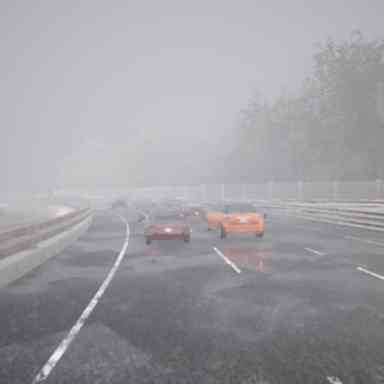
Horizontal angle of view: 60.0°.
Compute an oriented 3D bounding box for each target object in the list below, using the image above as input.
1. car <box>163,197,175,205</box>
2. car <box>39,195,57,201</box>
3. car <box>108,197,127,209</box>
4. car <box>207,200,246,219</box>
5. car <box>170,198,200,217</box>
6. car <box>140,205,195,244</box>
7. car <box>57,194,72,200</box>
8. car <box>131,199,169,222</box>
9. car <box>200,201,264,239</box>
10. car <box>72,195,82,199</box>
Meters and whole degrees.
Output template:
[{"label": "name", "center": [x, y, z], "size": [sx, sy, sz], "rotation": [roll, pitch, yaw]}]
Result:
[{"label": "car", "center": [-3.215, 1.401, 46.035], "size": [2.128, 1.511, 4.902], "rotation": [0, 0, -24]}, {"label": "car", "center": [-33.943, 1.379, 77.121], "size": [4.181, 1.385, 1.994], "rotation": [0, 0, 41]}, {"label": "car", "center": [-9.836, 1.459, 43.736], "size": [1.837, 1.490, 4.892], "rotation": [0, 1, -24]}, {"label": "car", "center": [2.927, 1.478, 29.135], "size": [1.994, 1.385, 4.181], "rotation": [0, 0, -16]}, {"label": "car", "center": [-0.249, 1.461, 27.482], "size": [1.812, 1.442, 4.674], "rotation": [0, 0, -16]}, {"label": "car", "center": [-1.284, 1.534, 15.740], "size": [1.994, 1.385, 4.181], "rotation": [0, 0, -9]}, {"label": "car", "center": [-31.549, 1.332, 79.673], "size": [4.902, 1.511, 2.128], "rotation": [0, 0, 41]}, {"label": "car", "center": [-3.500, 1.505, 26.143], "size": [2.033, 1.411, 5.357], "rotation": [0, 0, -15]}, {"label": "car", "center": [2.027, 1.299, 17.257], "size": [2.097, 1.767, 4.553], "rotation": [0, 0, -9]}, {"label": "car", "center": [-29.154, 1.339, 82.226], "size": [4.181, 1.385, 1.994], "rotation": [0, 0, 41]}]
